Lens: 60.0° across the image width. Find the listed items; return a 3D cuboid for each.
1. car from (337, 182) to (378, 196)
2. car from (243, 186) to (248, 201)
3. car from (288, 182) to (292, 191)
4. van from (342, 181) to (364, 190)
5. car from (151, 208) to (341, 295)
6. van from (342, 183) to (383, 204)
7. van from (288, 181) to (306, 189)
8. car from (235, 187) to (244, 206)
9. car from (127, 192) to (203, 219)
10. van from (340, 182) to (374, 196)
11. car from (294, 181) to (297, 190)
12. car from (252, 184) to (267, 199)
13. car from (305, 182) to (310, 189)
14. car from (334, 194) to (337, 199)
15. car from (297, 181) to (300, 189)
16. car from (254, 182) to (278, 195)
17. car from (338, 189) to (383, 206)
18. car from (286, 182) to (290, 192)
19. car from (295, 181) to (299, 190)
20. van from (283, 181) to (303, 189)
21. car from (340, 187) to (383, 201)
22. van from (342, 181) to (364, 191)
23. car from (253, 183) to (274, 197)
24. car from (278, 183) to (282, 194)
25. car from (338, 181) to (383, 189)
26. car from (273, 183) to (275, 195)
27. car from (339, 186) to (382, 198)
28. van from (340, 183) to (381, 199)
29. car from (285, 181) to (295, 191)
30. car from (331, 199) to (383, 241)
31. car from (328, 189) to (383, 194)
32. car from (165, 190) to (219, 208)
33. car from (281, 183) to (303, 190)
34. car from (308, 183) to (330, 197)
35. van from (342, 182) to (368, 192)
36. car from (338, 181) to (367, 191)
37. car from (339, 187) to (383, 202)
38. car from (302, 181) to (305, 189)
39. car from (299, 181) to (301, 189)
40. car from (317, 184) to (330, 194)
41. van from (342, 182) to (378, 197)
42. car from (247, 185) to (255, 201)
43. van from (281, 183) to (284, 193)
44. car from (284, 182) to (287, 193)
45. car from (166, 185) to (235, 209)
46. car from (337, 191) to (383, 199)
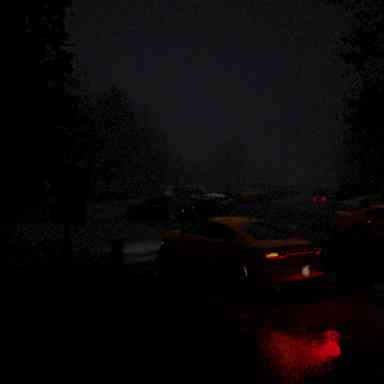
[{"bbox_3d":[25.780,-0.573,52.091,5.566,2.045,2.435,1,2,24],"label":"car"},{"bbox_3d":[2.529,0.511,32.244,4.892,1.521,2.231,1,3,24],"label":"car"},{"bbox_3d":[15.026,-0.594,60.074,4.792,1.488,2.163,1,2,24],"label":"car"},{"bbox_3d":[37.282,-1.474,77.277,4.442,1.987,1.878,1,2,24],"label":"van"},{"bbox_3d":[0.921,1.369,8.558,1.882,1.535,5.008,2,-1,-31],"label":"car"},{"bbox_3d":[18.007,0.140,34.483,4.442,1.987,1.878,1,3,24],"label":"van"},{"bbox_3d":[28.613,-1.894,90.446,4.442,1.987,1.878,1,1,24],"label":"van"},{"bbox_3d":[1.552,0.627,29.641,5.366,1.575,1.946,1,3,24],"label":"car"},{"bbox_3d":[-2.062,1.008,22.144,4.792,1.488,2.163,1,3,24],"label":"car"},{"bbox_3d":[24.562,-0.456,49.604,4.442,1.987,1.878,1,2,24],"label":"van"},{"bbox_3d":[17.337,-0.809,65.118,4.892,1.521,2.231,1,2,24],"label":"car"},{"bbox_3d":[5.822,0.149,40.019,5.366,1.575,1.946,1,3,24],"label":"car"},{"bbox_3d":[26.473,-1.805,85.338,5.566,2.045,2.435,1,2,24],"label":"car"},{"bbox_3d":[11.002,1.097,19.303,4.792,1.488,2.163,1,3,24],"label":"car"},{"bbox_3d":[19.441,-1.002,70.256,5.366,1.575,1.946,1,2,24],"label":"car"},{"bbox_3d":[9.385,-0.280,47.396,4.553,1.767,2.185,1,2,24],"label":"car"},{"bbox_3d":[16.687,0.512,31.918,4.792,1.488,2.163,1,3,24],"label":"car"},{"bbox_3d":[13.886,-0.501,57.544,4.792,1.488,2.163,1,2,24],"label":"car"},{"bbox_3d":[18.465,-0.902,67.653,4.892,1.521,2.231,1,2,24],"label":"car"},{"bbox_3d":[25.201,-1.689,82.869,4.442,1.987,1.878,1,2,24],"label":"van"},{"bbox_3d":[20.148,0.182,39.459,4.792,1.488,2.163,1,2,24],"label":"car"},{"bbox_3d":[36.197,-1.385,74.867,4.442,1.987,1.878,1,2,24],"label":"van"},{"bbox_3d":[7.248,0.049,42.284,5.366,1.575,1.946,1,3,24],"label":"car"},{"bbox_3d":[10.521,-0.221,49.930,4.792,1.488,2.163,1,2,24],"label":"car"},{"bbox_3d":[15.602,0.350,29.359,5.566,2.045,2.435,1,3,24],"label":"car"},{"bbox_3d":[8.210,-0.055,44.884,4.892,1.521,2.231,1,3,24],"label":"car"},{"bbox_3d":[22.399,-0.042,44.514,5.008,1.535,2.097,1,2,24],"label":"car"},{"bbox_3d":[21.152,-0.173,42.013,4.442,1.987,1.878,1,2,24],"label":"van"},{"bbox_3d":[16.023,-0.723,62.667,5.366,1.575,1.946,1,2,24],"label":"car"},{"bbox_3d":[8.801,1.297,14.357,5.008,1.535,2.097,1,3,24],"label":"car"},{"bbox_3d":[13.134,0.828,24.412,5.366,1.575,1.946,1,3,24],"label":"car"},{"bbox_3d":[-0.891,0.862,24.658,5.008,1.535,2.097,1,3,24],"label":"car"},{"bbox_3d":[24.171,-1.328,80.300,4.674,1.452,2.002,1,2,24],"label":"car"},{"bbox_3d":[18.286,-0.141,47.421,2.128,1.511,4.902,1,2,24],"label":"car"},{"bbox_3d":[31.649,-1.014,64.769,4.442,1.987,1.878,1,2,24],"label":"van"},{"bbox_3d":[34.927,-1.320,72.401,5.566,2.045,2.435,1,2,24],"label":"car"},{"bbox_3d":[19.065,0.282,37.055,4.792,1.488,2.163,1,3,24],"label":"car"},{"bbox_3d":[23.024,-1.276,77.772,5.008,1.535,2.097,1,2,24],"label":"car"},{"bbox_3d":[20.721,-1.215,72.718,4.553,1.767,2.185,1,2,24],"label":"car"},{"bbox_3d":[22.513,-0.500,56.804,1.882,1.535,5.008,1,2,24],"label":"car"},{"bbox_3d":[23.638,-0.359,46.984,4.442,1.987,1.878,1,2,24],"label":"van"},{"bbox_3d":[3.493,0.387,34.851,5.366,1.575,1.946,1,3,24],"label":"car"},{"bbox_3d":[11.741,-0.568,52.415,4.442,1.987,1.878,1,2,24],"label":"van"},{"bbox_3d":[12.747,-0.408,55.014,4.792,1.488,2.163,1,2,24],"label":"car"},{"bbox_3d":[0.269,0.494,27.166,5.566,2.045,2.435,1,3,24],"label":"car"},{"bbox_3d":[9.971,1.055,16.861,4.553,1.767,2.185,1,3,24],"label":"car"}]
